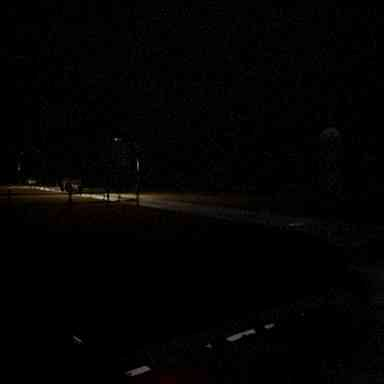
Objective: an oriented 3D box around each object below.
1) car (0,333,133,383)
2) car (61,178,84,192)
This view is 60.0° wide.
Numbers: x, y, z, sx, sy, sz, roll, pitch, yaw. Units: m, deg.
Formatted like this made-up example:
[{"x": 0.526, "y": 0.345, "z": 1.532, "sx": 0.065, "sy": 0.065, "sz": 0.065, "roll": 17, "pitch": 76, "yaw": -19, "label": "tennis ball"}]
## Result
[{"x": -2.654, "y": 1.554, "z": 1.062, "sx": 5.357, "sy": 1.411, "sz": 2.033, "roll": 0, "pitch": 0, "yaw": -36, "label": "car"}, {"x": -18.151, "y": -1.016, "z": 50.269, "sx": 2.150, "sy": 2.045, "sz": 5.566, "roll": 1, "pitch": 2, "yaw": -36, "label": "car"}]
